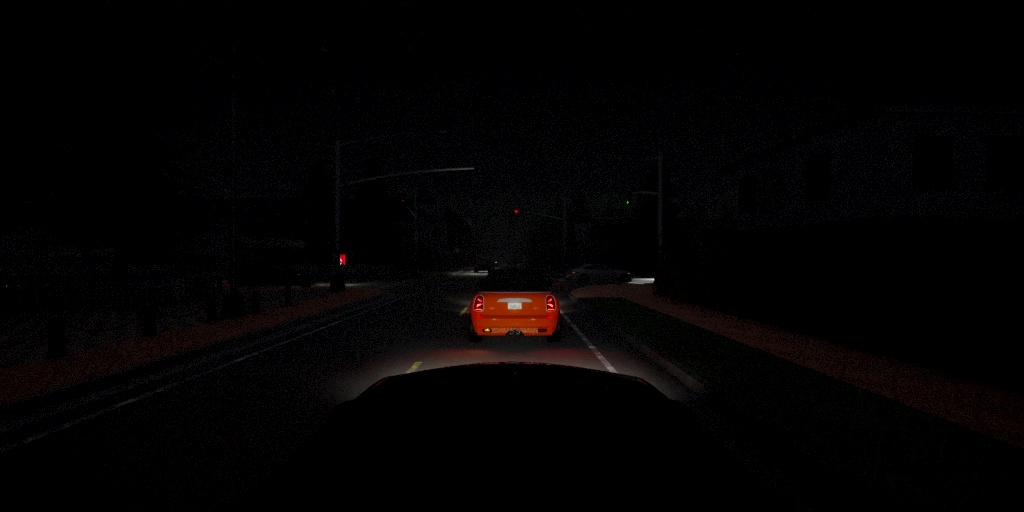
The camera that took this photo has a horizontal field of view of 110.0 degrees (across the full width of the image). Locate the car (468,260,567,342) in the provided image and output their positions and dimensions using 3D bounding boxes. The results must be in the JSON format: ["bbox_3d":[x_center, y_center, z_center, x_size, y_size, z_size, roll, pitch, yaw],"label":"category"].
[{"bbox_3d":[0.072,1.102,9.904,2.097,1.767,4.553,0,0,0],"label":"car"}]

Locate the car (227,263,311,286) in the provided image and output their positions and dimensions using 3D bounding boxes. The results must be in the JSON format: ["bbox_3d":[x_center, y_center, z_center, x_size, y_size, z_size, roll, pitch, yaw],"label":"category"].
[{"bbox_3d":[-16.495,1.243,24.489,5.008,1.535,1.882,0,0,-2],"label":"car"}]

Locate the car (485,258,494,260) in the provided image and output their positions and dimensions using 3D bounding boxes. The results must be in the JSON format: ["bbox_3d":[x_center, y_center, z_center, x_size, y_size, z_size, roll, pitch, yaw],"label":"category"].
[{"bbox_3d":[-3.595,1.228,44.746,1.882,1.535,5.008,0,0,0],"label":"car"}]

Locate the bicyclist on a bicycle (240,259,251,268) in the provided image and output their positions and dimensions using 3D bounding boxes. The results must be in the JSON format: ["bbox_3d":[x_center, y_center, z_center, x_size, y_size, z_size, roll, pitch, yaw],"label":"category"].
[{"bbox_3d":[-23.556,1.066,31.764,0.582,1.620,1.656,0,0,-2],"label":"bicyclist on a bicycle"}]

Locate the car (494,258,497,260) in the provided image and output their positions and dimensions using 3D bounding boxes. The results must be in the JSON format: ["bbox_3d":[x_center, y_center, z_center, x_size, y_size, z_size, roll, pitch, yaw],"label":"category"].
[{"bbox_3d":[-3.588,1.241,54.207,2.128,1.511,4.902,0,0,0],"label":"car"}]

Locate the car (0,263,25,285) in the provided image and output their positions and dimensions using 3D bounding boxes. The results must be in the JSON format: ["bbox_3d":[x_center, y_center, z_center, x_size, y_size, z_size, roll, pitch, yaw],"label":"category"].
[{"bbox_3d":[-36.204,1.330,23.943,4.181,1.385,1.994,0,0,-1],"label":"car"}]

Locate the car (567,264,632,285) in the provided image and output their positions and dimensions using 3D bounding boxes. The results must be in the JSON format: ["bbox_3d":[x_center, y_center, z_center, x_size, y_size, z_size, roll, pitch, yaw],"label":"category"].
[{"bbox_3d":[6.196,1.258,25.747,4.674,1.442,1.812,0,0,-4],"label":"car"}]
